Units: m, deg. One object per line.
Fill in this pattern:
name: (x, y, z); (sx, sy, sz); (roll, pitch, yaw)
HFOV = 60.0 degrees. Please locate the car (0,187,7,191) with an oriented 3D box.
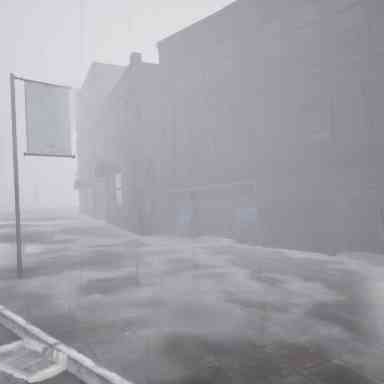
car: (-47.416, -0.646, 79.381); (2.231, 1.521, 4.892); (-4, -3, 5)
